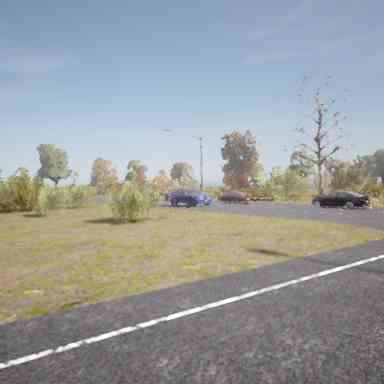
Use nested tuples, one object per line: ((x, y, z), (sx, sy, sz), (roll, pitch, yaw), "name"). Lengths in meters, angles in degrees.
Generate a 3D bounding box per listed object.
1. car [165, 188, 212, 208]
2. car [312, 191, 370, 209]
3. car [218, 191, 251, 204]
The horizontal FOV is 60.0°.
((-0.238, 0.560, 36.169), (2.150, 2.045, 5.566), (-2, 1, -37), "car")
((13.278, 0.674, 29.940), (1.882, 1.535, 5.008), (-2, 1, -37), "car")
((5.161, 0.666, 40.638), (1.812, 1.442, 4.674), (-2, 1, -37), "car")
